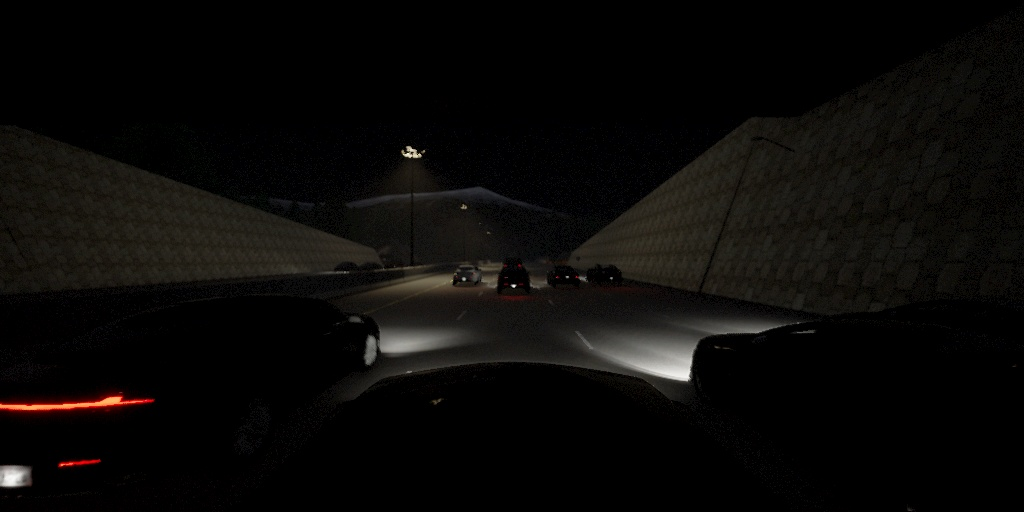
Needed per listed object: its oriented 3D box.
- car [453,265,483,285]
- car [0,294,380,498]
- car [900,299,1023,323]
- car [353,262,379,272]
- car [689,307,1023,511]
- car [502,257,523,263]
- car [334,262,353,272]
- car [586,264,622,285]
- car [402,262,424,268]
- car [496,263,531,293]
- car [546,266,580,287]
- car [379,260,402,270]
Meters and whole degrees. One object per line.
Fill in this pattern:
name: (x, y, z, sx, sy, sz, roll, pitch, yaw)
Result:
car: (-3.407, 1.419, 27.766, 1.812, 1.442, 4.674, 0, 0, 0)
car: (-3.401, 1.271, 4.859, 1.837, 1.490, 4.892, 0, -1, 0)
car: (7.099, 1.334, 5.490, 1.994, 1.385, 4.181, 0, 0, 0)
car: (-21.014, 1.580, 53.161, 2.033, 1.411, 5.357, 0, 0, 0)
car: (3.600, 1.324, 3.589, 1.994, 1.385, 4.181, 0, 0, 0)
car: (0.090, 1.187, 40.915, 2.150, 2.045, 5.566, 0, 0, 0)
car: (-24.514, 1.564, 53.125, 1.812, 1.442, 4.674, 0, 0, 0)
car: (7.093, 1.385, 27.938, 2.128, 1.511, 4.902, 0, 0, 0)
car: (-14.025, 1.552, 52.035, 1.812, 1.442, 4.674, 0, -1, 0)
car: (0.094, 1.365, 21.884, 1.837, 1.490, 4.892, 0, 0, 0)
car: (3.594, 1.429, 25.758, 2.033, 1.411, 5.357, 0, 0, 0)
car: (-17.513, 1.384, 53.258, 2.097, 1.767, 4.553, 0, 0, 0)
